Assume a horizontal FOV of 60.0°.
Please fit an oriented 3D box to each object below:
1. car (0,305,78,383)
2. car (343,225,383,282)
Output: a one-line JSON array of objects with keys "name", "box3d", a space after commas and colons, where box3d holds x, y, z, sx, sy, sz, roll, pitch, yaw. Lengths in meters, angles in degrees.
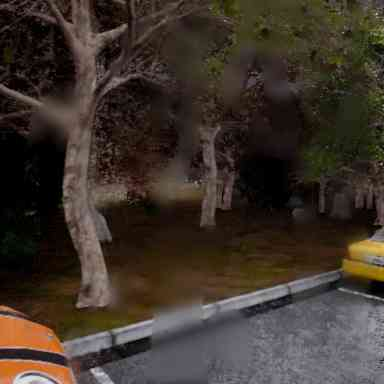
[{"name": "car", "box3d": [-3.003, 1.364, 1.884, 4.553, 1.767, 2.185, 0, 2, -33]}, {"name": "car", "box3d": [5.968, 1.336, 8.288, 5.366, 1.575, 1.946, -1, 2, -33]}]
